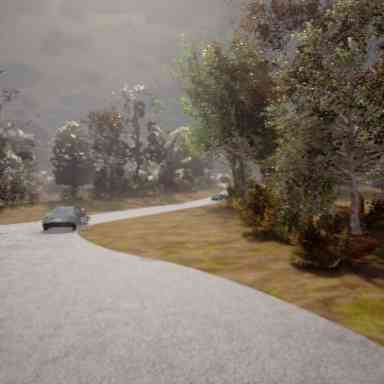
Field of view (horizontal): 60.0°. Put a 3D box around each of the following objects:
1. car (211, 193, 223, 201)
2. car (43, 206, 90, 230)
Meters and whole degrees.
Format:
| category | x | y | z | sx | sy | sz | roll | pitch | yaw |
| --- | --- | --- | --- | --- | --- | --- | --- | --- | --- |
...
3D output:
| category | x | y | z | sx | sy | sz | roll | pitch | yaw |
| --- | --- | --- | --- | --- | --- | --- | --- | --- | --- |
| car | 4.901 | 0.855 | 61.521 | 1.994 | 1.385 | 4.181 | -3 | 1 | 17 |
| car | -7.849 | 1.551 | 21.053 | 1.994 | 1.385 | 4.181 | -1 | 0 | -5 |
